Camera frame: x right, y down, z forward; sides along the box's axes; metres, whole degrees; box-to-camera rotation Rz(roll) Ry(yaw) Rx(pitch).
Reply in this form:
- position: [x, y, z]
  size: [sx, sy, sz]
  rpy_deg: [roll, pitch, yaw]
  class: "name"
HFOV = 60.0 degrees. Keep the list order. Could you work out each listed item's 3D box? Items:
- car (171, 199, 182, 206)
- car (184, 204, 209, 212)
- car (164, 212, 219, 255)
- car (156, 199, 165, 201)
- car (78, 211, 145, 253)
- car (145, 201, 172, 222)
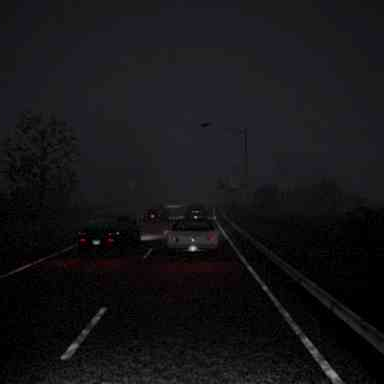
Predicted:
- position: [-3.401, 2.262, 71.983]
  size: [1.895, 1.301, 4.718]
  rpy_deg: [0, -1, 7]
  class: "car"
- position: [0.386, 1.784, 29.111]
  size: [1.837, 1.490, 4.892]
  rpy_deg: [0, 0, 2]
  class: "car"
- position: [0.063, 1.734, 14.030]
  size: [1.895, 1.301, 4.718]
  rpy_deg: [0, -1, 1]
  class: "car"
- position: [-6.868, 2.225, 72.480]
  size: [2.033, 1.411, 5.357]
  rpy_deg: [0, -1, 7]
  class: "car"
- position: [-3.429, 1.662, 14.352]
  size: [1.812, 1.442, 4.674]
  rpy_deg: [0, 0, 1]
  class: "car"
- position: [-3.109, 1.803, 29.283]
  size: [1.812, 1.442, 4.674]
  rpy_deg: [0, 0, 2]
  class: "car"
